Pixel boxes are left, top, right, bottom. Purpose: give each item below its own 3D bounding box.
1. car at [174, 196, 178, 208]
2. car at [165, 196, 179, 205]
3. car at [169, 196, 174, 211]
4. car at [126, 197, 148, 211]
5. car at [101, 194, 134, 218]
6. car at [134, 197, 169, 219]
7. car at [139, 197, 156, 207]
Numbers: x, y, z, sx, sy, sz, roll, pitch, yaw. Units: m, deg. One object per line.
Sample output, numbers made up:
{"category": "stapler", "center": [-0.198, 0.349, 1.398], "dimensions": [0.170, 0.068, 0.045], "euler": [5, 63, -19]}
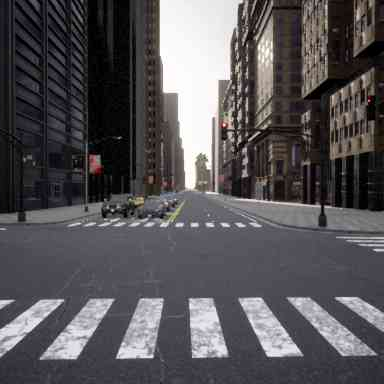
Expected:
{"category": "car", "center": [-3.450, 1.501, 48.014], "dimensions": [1.994, 1.385, 4.181], "euler": [0, 0, -1]}
{"category": "car", "center": [-3.430, 1.465, 58.431], "dimensions": [2.033, 1.411, 5.357], "euler": [0, 0, 0]}
{"category": "car", "center": [-3.423, 1.480, 37.989], "dimensions": [1.812, 1.442, 4.674], "euler": [0, 0, 0]}
{"category": "car", "center": [-6.669, 1.428, 40.615], "dimensions": [1.882, 1.535, 5.008], "euler": [0, 0, 0]}
{"category": "car", "center": [-6.658, 1.190, 30.610], "dimensions": [2.150, 2.045, 5.566], "euler": [0, 0, 0]}
{"category": "car", "center": [-3.403, 1.323, 29.007], "dimensions": [2.097, 1.767, 4.553], "euler": [0, 0, 0]}
{"category": "car", "center": [-6.694, 1.496, 50.506], "dimensions": [1.994, 1.385, 4.181], "euler": [0, 0, 0]}
